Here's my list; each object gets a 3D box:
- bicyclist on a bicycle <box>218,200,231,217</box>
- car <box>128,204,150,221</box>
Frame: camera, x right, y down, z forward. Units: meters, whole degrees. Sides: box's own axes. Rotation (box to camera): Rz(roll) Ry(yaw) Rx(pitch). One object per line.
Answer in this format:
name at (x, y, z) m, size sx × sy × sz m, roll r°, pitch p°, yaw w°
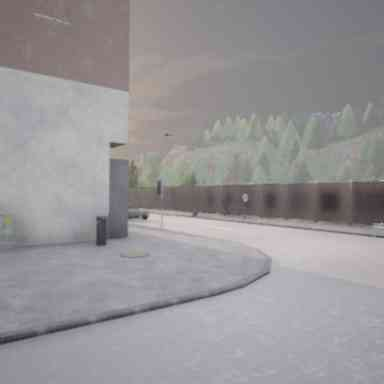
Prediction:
bicyclist on a bicycle at (3.049, 1.561, 31.469) m, size 1.656 × 1.620 × 0.582 m, roll 0°, pitch 0°, yaw -35°
car at (-5.482, 1.726, 28.964) m, size 1.895 × 1.301 × 4.718 m, roll 1°, pitch 0°, yaw -35°
